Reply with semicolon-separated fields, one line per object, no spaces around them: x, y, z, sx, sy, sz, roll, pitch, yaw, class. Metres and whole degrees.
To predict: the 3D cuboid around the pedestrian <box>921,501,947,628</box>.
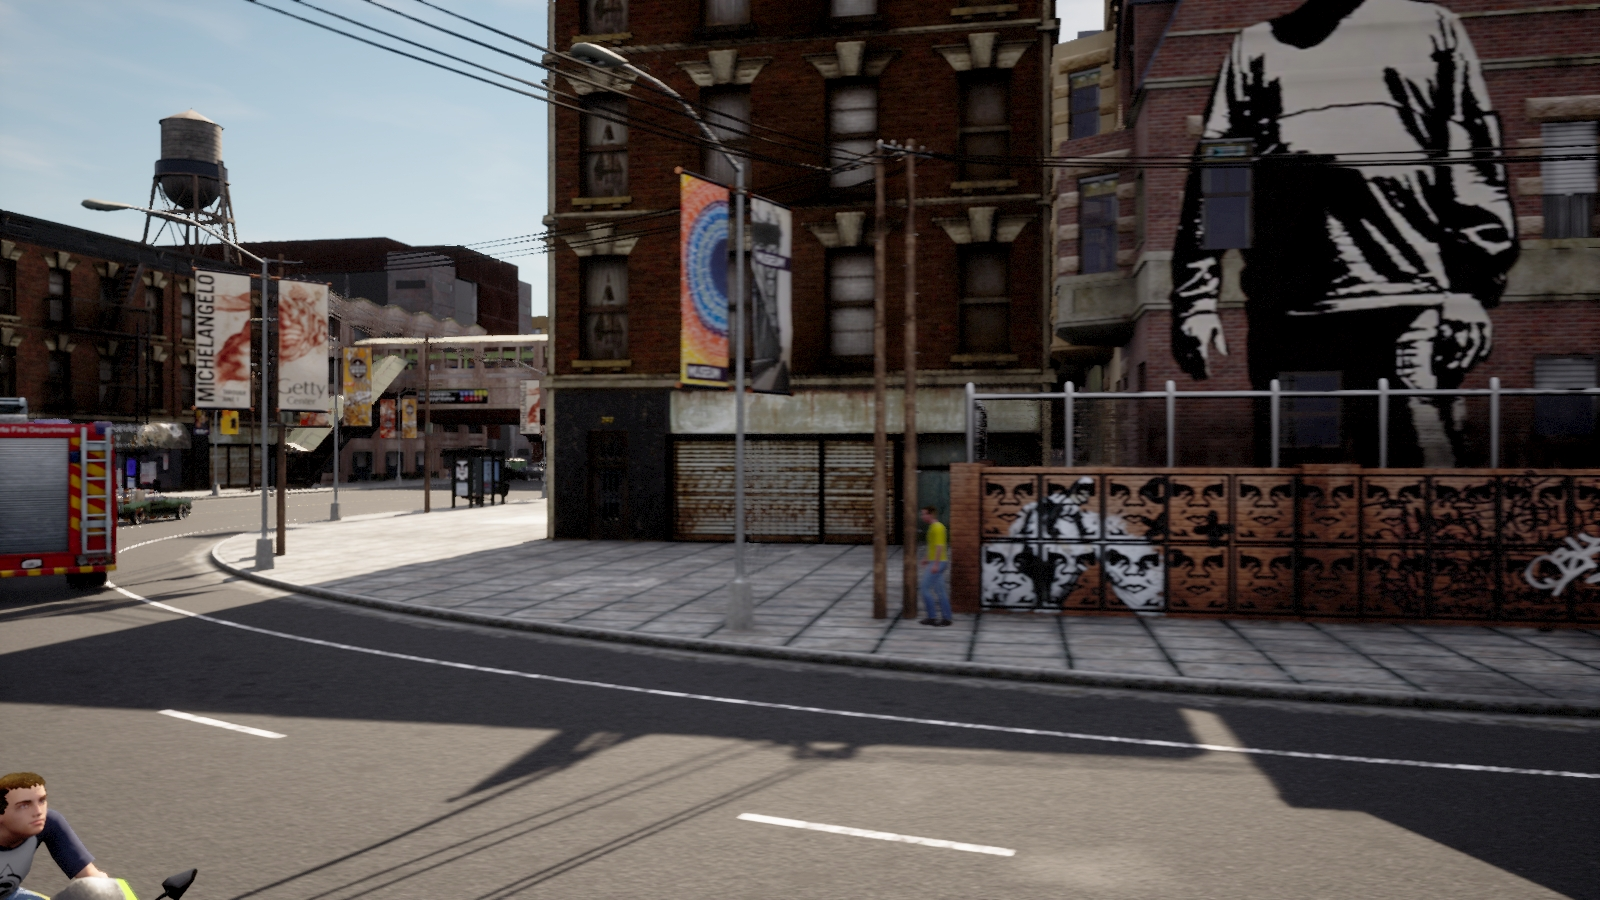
2.006;1.701;17.080;0.375;1.860;0.375;0;0;5;pedestrian

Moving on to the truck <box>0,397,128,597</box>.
-17.272;0.896;25.734;2.891;3.827;8.468;0;0;-36;truck

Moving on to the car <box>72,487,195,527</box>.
-25.590;2.165;44.098;1.895;1.301;4.718;0;0;2;car

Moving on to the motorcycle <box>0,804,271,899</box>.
-3.184;2.214;4.596;2.033;1.145;0.803;0;0;26;motorcycle
